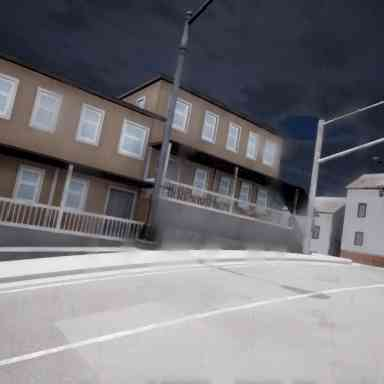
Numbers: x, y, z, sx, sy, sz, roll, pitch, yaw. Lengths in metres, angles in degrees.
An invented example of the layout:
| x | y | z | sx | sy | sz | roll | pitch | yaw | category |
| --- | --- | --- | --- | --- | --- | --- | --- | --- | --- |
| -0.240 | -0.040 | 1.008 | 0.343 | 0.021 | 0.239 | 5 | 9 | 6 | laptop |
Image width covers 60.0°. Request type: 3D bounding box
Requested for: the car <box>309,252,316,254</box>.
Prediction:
| x | y | z | sx | sy | sz | roll | pitch | yaw | category |
| --- | --- | --- | --- | --- | --- | --- | --- | --- | --- |
| 10.837 | 6.154 | 30.234 | 1.895 | 1.301 | 4.718 | 14 | -17 | -34 | car |
